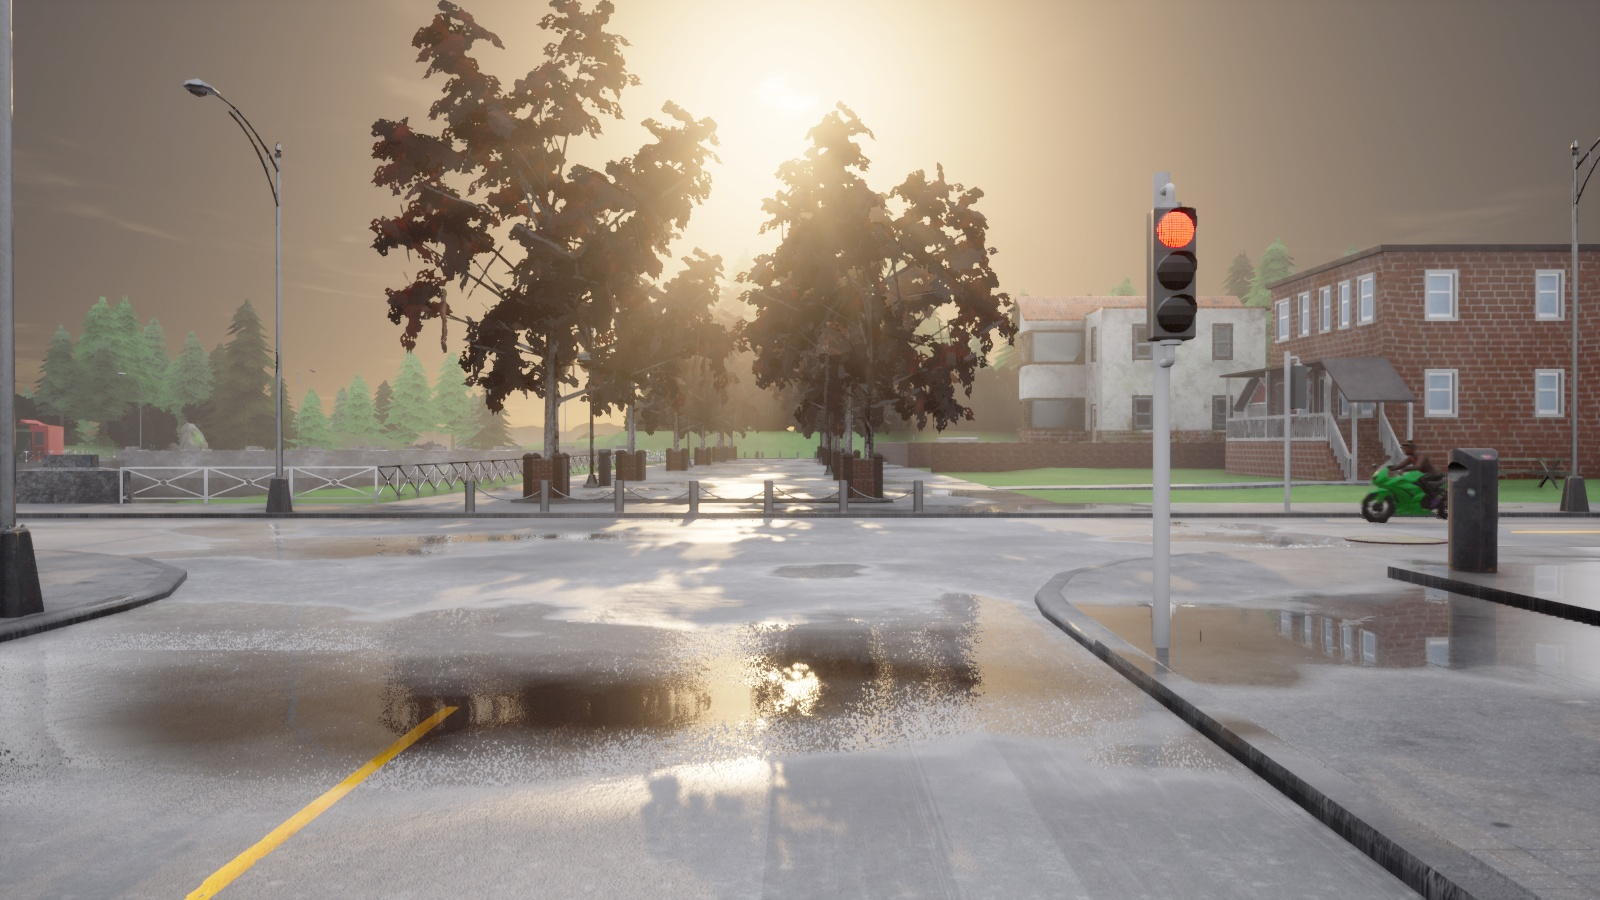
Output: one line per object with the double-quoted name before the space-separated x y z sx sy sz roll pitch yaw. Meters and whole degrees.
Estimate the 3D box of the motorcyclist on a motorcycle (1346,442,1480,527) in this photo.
"motorcyclist on a motorcycle" 11.123 0.609 22.838 2.044 1.523 0.797 0 0 0
